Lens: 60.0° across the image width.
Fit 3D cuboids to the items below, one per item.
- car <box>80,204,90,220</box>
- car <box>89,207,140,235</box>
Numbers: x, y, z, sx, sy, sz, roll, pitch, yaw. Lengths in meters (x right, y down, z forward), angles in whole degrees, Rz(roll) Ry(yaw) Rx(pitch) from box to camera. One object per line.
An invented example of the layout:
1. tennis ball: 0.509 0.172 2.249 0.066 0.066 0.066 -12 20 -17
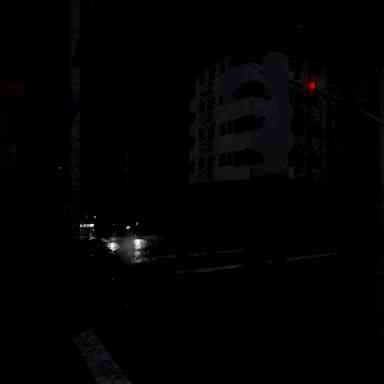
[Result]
1. car: -10.036 1.833 30.134 2.128 1.511 4.902 1 0 -30
2. car: -4.896 1.809 21.247 1.837 1.490 4.892 1 0 -30
